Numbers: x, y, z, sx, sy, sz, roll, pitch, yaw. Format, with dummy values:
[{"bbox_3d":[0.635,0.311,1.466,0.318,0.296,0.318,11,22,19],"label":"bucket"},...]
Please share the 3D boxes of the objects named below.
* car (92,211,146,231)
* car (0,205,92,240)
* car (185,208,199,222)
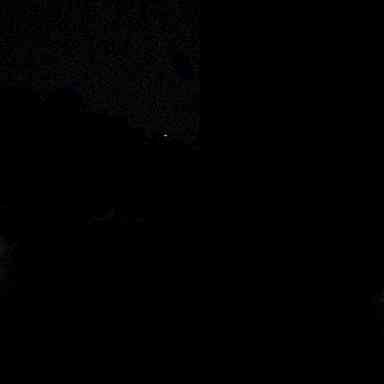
[{"bbox_3d":[-5.317,1.957,23.695,1.752,1.417,4.829,-1,-2,36],"label":"car"},{"bbox_3d":[-8.653,1.641,19.060,2.192,1.841,5.009,-1,-2,36],"label":"car"},{"bbox_3d":[1.056,2.198,32.562,1.947,1.339,4.313,-1,-2,36],"label":"car"}]
